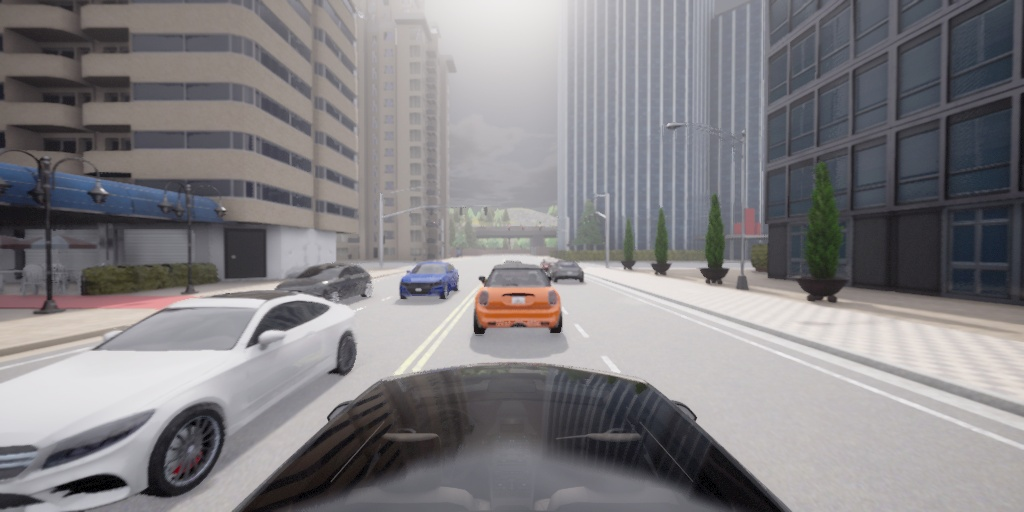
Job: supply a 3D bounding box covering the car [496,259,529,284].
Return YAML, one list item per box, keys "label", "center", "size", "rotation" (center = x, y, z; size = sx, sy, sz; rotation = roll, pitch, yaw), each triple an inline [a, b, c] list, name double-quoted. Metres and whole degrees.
- label: "car"
  center: [0.043, 0.962, 23.952]
  size: [1.994, 1.385, 4.181]
  rotation: [0, 1, 0]

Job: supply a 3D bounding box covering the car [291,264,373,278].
- label: "car"
  center: [-7.032, 1.065, 13.892]
  size: [1.837, 1.490, 4.892]
  rotation: [0, 0, 0]

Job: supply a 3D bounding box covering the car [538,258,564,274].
- label: "car"
  center: [3.483, 0.860, 32.670]
  size: [1.895, 1.301, 4.718]
  rotation: [0, 1, 0]

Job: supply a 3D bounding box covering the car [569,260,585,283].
- label: "car"
  center: [3.539, 0.963, 23.860]
  size: [1.994, 1.385, 4.181]
  rotation: [0, 1, 1]

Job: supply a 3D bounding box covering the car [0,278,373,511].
- label: "car"
  center: [-3.590, 1.230, 4.581]
  size: [1.812, 1.442, 4.674]
  rotation: [0, 1, 0]

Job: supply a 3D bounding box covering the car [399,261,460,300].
- label: "car"
  center: [-3.590, 0.997, 16.309]
  size: [1.882, 1.535, 5.008]
  rotation: [0, 1, 0]

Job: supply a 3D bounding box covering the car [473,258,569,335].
- label: "car"
  center: [0.098, 0.970, 10.202]
  size: [2.097, 1.767, 4.553]
  rotation: [0, 1, -1]
